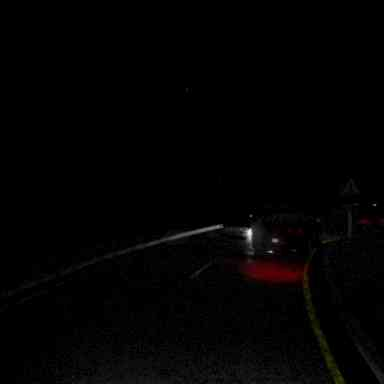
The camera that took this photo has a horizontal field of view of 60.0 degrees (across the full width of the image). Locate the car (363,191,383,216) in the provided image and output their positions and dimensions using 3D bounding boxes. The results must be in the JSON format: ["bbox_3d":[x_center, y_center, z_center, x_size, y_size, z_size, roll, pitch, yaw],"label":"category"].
[{"bbox_3d":[17.623,1.215,31.146,2.150,2.045,5.566,1,1,39],"label":"car"}]

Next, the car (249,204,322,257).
[{"bbox_3d":[3.907,1.453,13.169,1.882,1.535,5.008,0,0,28],"label":"car"}]

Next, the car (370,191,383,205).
[{"bbox_3d":[30.809,0.877,54.043,2.150,2.045,5.566,1,1,39],"label":"car"}]

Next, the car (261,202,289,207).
[{"bbox_3d":[5.447,1.445,21.959,1.837,1.490,4.892,0,0,34],"label":"car"}]
